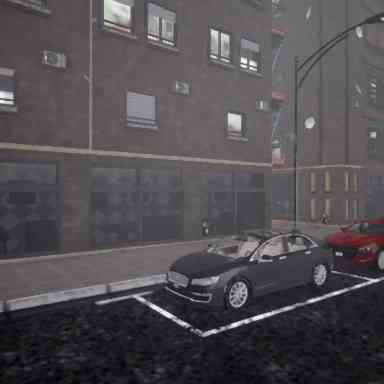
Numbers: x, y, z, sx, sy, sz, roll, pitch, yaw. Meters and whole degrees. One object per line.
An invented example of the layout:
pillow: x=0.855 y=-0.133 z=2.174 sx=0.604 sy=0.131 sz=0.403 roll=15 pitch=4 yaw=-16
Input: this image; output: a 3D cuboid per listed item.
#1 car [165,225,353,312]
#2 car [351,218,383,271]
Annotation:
car: x=1.478 y=1.549 z=7.612 sx=4.403 sy=1.369 sz=2.008 roll=0 pitch=0 yaw=-36
car: x=6.066 y=1.541 z=10.885 sx=4.507 sy=1.381 sz=1.887 roll=0 pitch=0 yaw=-36
